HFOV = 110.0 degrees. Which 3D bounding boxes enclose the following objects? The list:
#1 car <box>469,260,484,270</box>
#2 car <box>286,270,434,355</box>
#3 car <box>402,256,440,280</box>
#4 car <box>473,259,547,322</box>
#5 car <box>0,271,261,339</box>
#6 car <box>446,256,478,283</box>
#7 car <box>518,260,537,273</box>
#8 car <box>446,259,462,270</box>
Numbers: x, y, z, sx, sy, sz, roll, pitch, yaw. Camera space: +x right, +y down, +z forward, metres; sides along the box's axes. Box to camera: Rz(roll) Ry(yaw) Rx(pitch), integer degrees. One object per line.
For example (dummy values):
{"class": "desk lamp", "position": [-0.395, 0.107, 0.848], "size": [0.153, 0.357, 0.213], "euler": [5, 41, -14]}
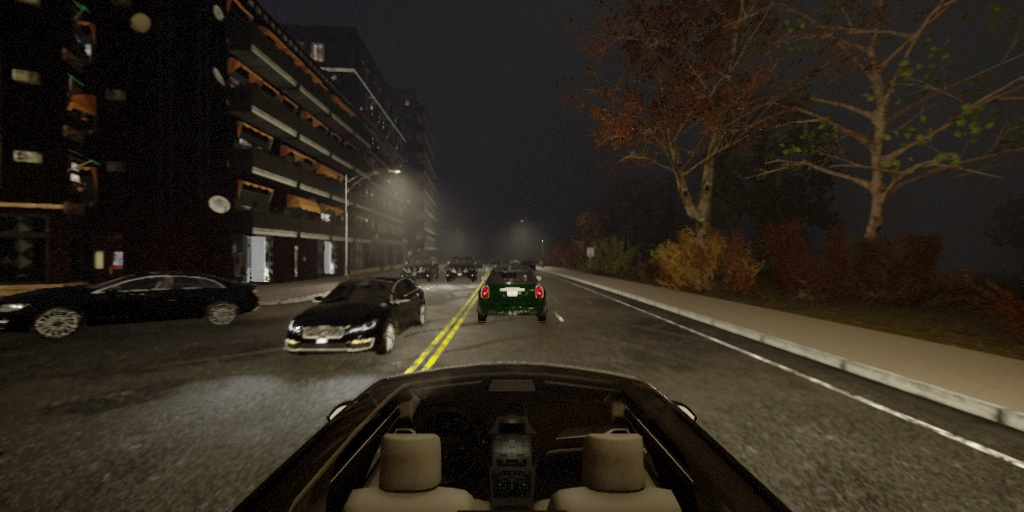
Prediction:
{"class": "car", "position": [-5.453, 1.326, 55.754], "size": [2.033, 1.411, 5.357], "euler": [0, 0, -4]}
{"class": "car", "position": [-3.417, 1.263, 8.818], "size": [1.837, 1.490, 4.892], "euler": [0, 0, -1]}
{"class": "car", "position": [-7.177, 0.995, 28.704], "size": [2.150, 2.045, 5.566], "euler": [0, 0, -2]}
{"class": "car", "position": [-0.020, 1.110, 12.486], "size": [2.097, 1.767, 4.553], "euler": [0, 0, -1]}
{"class": "car", "position": [-9.764, 1.159, 9.693], "size": [2.128, 1.511, 4.902], "euler": [2, -1, 41]}
{"class": "car", "position": [-3.936, 0.993, 28.942], "size": [2.150, 2.045, 5.566], "euler": [0, 0, -2]}
{"class": "car", "position": [1.883, 1.247, 45.700], "size": [1.882, 1.535, 5.008], "euler": [0, 0, -4]}
{"class": "car", "position": [-8.545, 1.259, 53.147], "size": [1.882, 1.535, 5.008], "euler": [0, 0, -4]}
